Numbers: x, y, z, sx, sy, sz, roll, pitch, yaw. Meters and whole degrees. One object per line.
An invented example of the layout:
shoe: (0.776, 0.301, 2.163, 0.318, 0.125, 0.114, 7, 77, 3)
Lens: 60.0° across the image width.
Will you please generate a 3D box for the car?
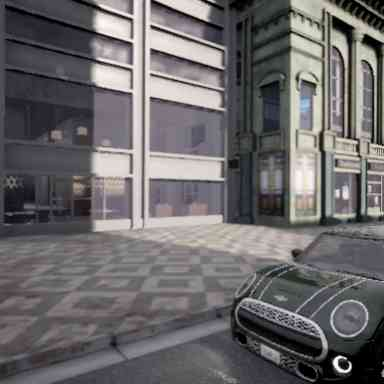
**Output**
car: (2.785, 1.388, 5.357, 4.553, 1.767, 2.097, 0, 0, -35)
